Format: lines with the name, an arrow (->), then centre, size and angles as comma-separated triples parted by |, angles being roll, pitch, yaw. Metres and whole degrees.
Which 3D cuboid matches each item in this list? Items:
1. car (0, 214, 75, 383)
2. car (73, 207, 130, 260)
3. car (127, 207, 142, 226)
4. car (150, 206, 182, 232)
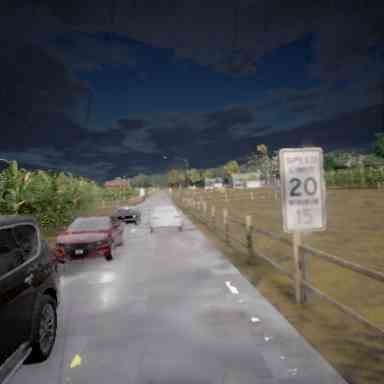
car -> -2.935, 1.352, 3.025 | 2.150, 2.045, 5.566 | -3, 0, -6
car -> -3.819, 1.640, 13.096 | 1.882, 1.535, 5.008 | -3, 0, -5
car -> -4.825, 1.774, 24.758 | 1.895, 1.301, 4.718 | -3, 0, -5
car -> -1.616, 1.572, 20.535 | 1.812, 1.442, 4.674 | -3, 0, -5
